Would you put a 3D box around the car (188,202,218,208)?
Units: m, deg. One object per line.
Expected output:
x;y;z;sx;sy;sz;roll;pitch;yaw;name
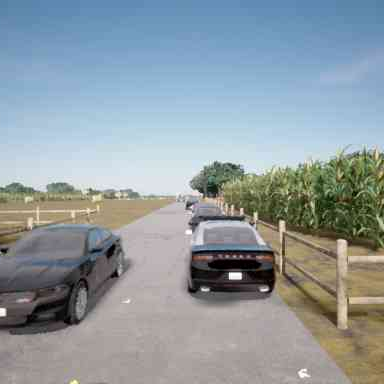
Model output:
0.875;1.530;18.934;1.837;1.490;4.892;0;0;0;car

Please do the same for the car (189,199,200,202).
0.891;1.518;24.934;1.882;1.535;5.008;0;0;0;car

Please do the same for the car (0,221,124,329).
-2.829;1.482;7.352;1.882;1.535;5.008;0;0;0;car

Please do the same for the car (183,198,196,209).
0.131;1.603;45.582;1.882;1.535;5.008;0;0;0;car

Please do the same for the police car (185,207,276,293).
0.848;1.432;9.041;1.930;1.638;5.238;0;0;0;police car

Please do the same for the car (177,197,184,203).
-2.536;1.871;80.555;1.812;1.442;4.674;0;0;0;car

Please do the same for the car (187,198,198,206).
0.158;1.804;59.377;1.895;1.301;4.718;0;0;0;car
